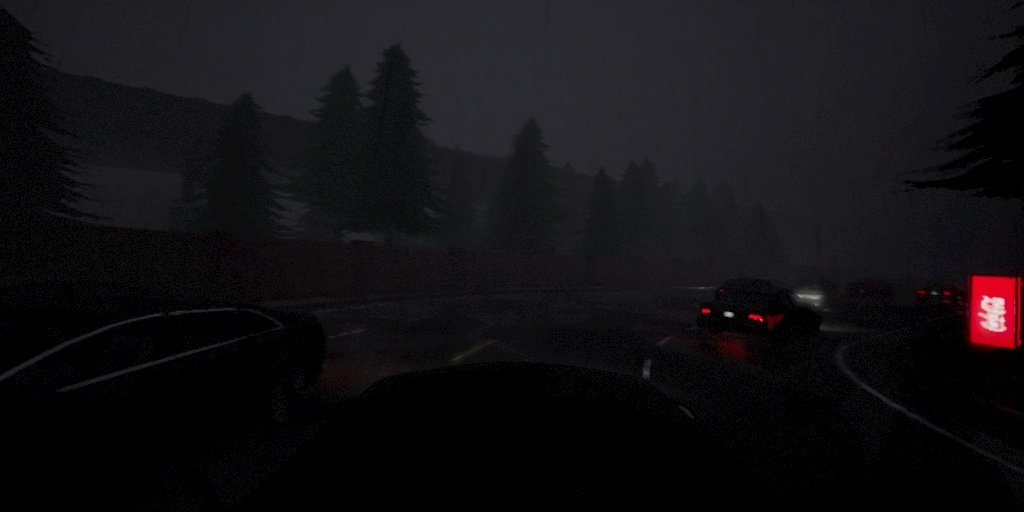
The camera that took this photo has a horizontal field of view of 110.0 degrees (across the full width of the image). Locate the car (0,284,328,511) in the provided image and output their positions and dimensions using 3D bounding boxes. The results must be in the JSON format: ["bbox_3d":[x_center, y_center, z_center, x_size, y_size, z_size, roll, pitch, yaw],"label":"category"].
[{"bbox_3d":[-3.573,1.130,2.823,2.128,1.511,4.902,2,-1,7],"label":"car"}]

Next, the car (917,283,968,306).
[{"bbox_3d":[30.179,2.639,25.129,5.357,1.411,2.033,2,-1,-32],"label":"car"}]

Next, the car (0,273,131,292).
[{"bbox_3d":[-6.987,1.023,4.850,1.882,1.535,5.008,1,-1,10],"label":"car"}]

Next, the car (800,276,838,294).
[{"bbox_3d":[26.915,2.549,31.583,4.902,1.511,2.128,2,-1,-32],"label":"car"}]

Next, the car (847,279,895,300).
[{"bbox_3d":[27.943,2.525,27.853,5.008,1.535,1.882,2,-1,-33],"label":"car"}]

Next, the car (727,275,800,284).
[{"bbox_3d":[11.860,1.864,17.566,4.892,1.490,1.837,2,-1,-33],"label":"car"}]

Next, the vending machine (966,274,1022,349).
[{"bbox_3d":[13.225,1.507,9.832,0.880,2.100,1.100,0,0,-33],"label":"vending machine"}]

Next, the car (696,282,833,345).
[{"bbox_3d":[7.702,1.680,10.965,5.357,1.411,2.033,3,-1,-37],"label":"car"}]
